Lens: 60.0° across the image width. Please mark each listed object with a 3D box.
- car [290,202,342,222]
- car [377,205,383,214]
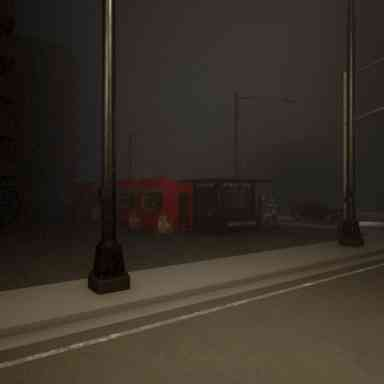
[{"bbox_3d":[10.499,1.612,27.588,1.837,1.490,4.892,0,-1,-36],"label":"car"},{"bbox_3d":[22.189,1.634,35.346,1.812,1.442,4.674,0,-1,-34],"label":"car"}]
